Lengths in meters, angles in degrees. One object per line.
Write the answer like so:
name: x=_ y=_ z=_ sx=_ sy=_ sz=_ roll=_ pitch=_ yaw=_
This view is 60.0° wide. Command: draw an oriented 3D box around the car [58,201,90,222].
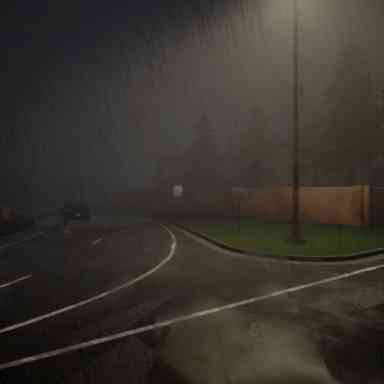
car: x=-9.452 y=1.482 z=26.477 sx=1.882 sy=1.535 sz=5.008 roll=0 pitch=0 yaw=-28
